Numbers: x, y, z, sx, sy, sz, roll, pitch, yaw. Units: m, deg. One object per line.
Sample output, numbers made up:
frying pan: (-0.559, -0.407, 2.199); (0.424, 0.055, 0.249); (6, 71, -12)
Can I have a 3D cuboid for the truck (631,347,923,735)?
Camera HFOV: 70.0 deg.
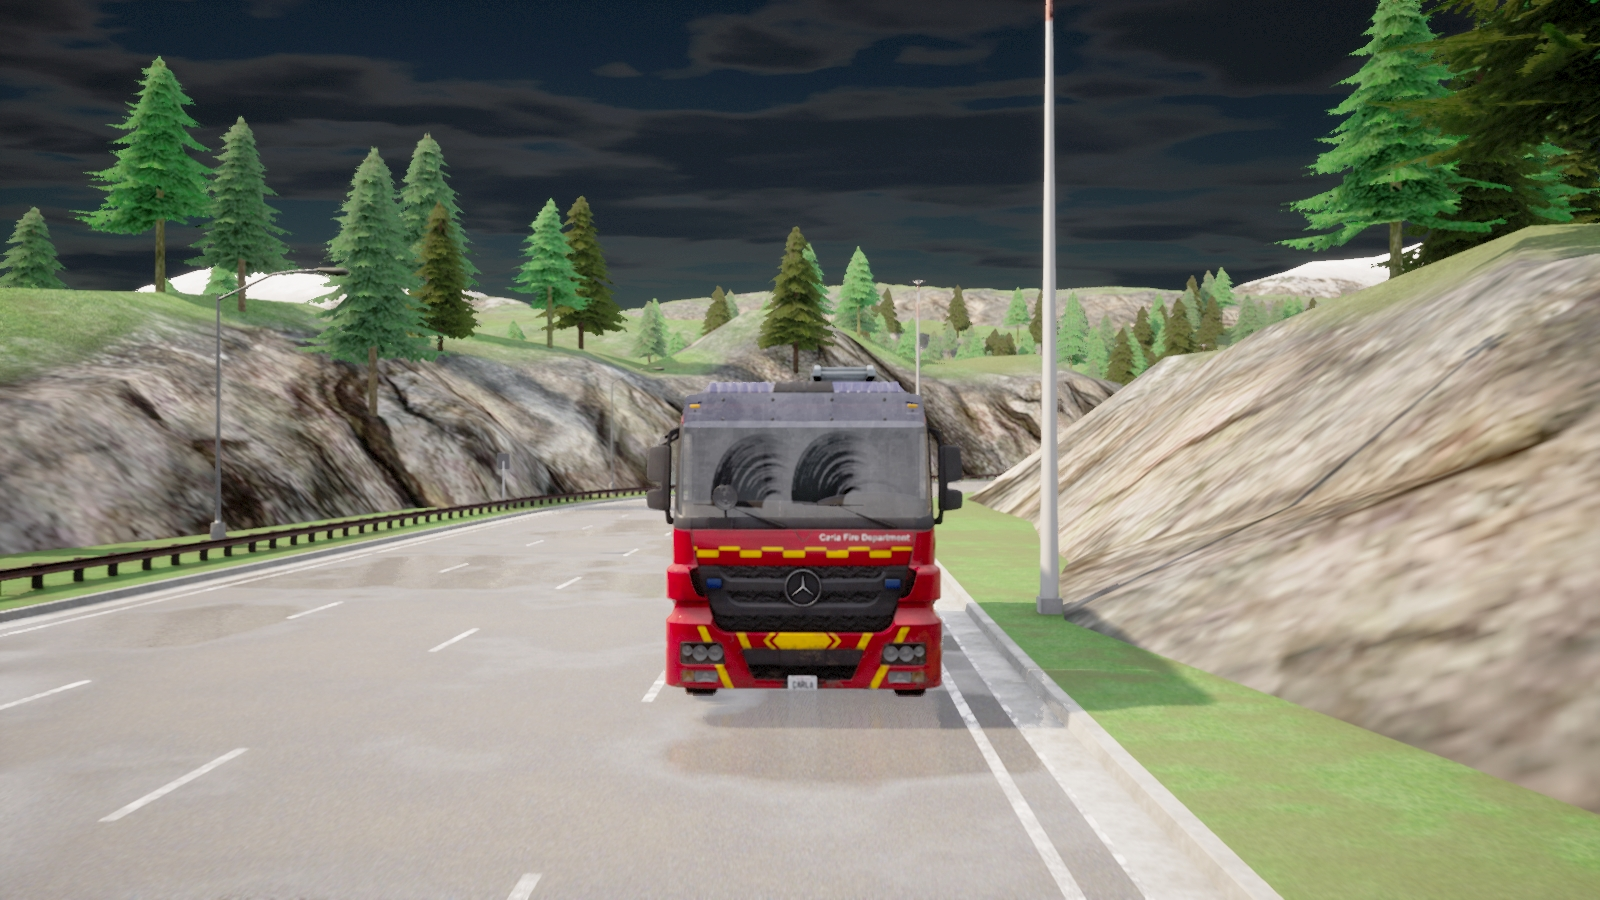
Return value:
truck: (-0.135, 0.906, 15.528); (2.891, 3.827, 8.468); (0, 0, 1)
